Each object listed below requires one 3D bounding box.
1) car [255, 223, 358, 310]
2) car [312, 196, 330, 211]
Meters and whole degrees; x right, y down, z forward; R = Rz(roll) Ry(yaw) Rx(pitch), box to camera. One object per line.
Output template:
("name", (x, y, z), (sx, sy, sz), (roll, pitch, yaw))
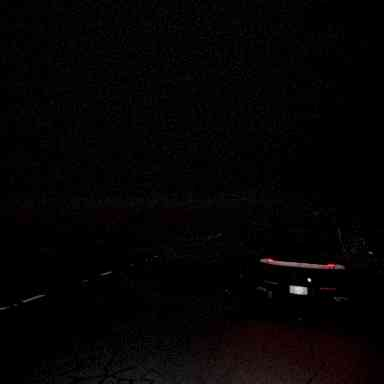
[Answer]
("car", (2.844, 1.509, 8.018), (2.128, 1.511, 4.902), (0, 0, 24))
("car", (18.725, 1.648, 48.152), (2.150, 2.045, 5.566), (0, -1, 19))
